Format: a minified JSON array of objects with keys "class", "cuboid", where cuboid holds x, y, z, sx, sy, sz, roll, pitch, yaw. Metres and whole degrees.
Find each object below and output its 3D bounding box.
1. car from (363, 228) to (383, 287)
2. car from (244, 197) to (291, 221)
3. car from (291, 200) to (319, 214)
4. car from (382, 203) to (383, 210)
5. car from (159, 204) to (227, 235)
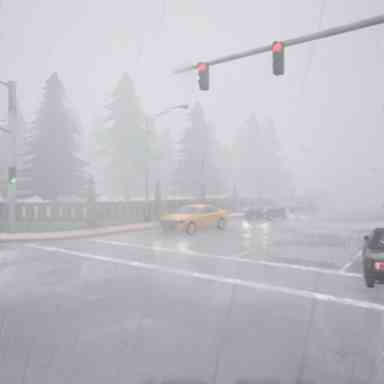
[{"class":"car","cuboid":[5.581,1.601,8.730,1.895,1.301,4.718,0,0,28]},{"class":"car","cuboid":[6.037,1.335,27.204,2.097,1.767,4.553,0,0,36]},{"class":"car","cuboid":[12.010,1.531,35.558,2.033,1.411,5.357,0,0,36]},{"class":"car","cuboid":[24.856,1.597,41.170,1.895,1.301,4.718,0,0,35]},{"class":"car","cuboid":[0.177,1.460,19.002,1.882,1.535,5.008,0,0,36]}]
